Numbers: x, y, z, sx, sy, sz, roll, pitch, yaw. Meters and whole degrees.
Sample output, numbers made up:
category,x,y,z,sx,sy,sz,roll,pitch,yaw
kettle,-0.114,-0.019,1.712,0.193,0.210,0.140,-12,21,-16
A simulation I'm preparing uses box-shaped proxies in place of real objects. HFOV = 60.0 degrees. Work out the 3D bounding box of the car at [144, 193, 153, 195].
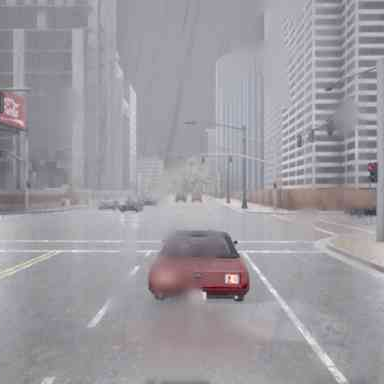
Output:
category,x,y,z,sx,sy,sz,roll,pitch,yaw
car,-9.516,1.224,71.075,2.150,2.045,5.566,0,0,1

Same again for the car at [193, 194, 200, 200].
category,x,y,z,sx,sy,sz,roll,pitch,yaw
car,1.167,1.352,84.020,1.812,1.442,4.674,0,0,1

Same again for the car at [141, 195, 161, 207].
category,x,y,z,sx,sy,sz,roll,pitch,yaw
car,-6.387,1.600,51.553,1.895,1.301,4.718,0,0,1

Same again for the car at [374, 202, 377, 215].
category,x,y,z,sx,sy,sz,roll,pitch,yaw
car,15.964,1.491,23.264,4.902,1.511,2.128,0,0,1

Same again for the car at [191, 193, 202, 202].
category,x,y,z,sx,sy,sz,roll,pitch,yaw
car,1.017,1.215,73.350,2.150,2.045,5.566,0,0,1

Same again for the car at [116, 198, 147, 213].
category,x,y,z,sx,sy,sz,roll,pitch,yaw
car,-6.600,1.600,36.738,1.895,1.301,4.718,0,0,1

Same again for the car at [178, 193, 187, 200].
category,x,y,z,sx,sy,sz,roll,pitch,yaw
car,-2.333,1.183,84.040,2.097,1.767,4.553,0,0,1

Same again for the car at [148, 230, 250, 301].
category,x,y,z,sx,sy,sz,roll,pitch,yaw
car,0.212,1.601,8.278,1.895,1.301,4.718,0,0,2

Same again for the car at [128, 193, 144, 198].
category,x,y,z,sx,sy,sz,roll,pitch,yaw
car,-9.818,1.352,55.647,2.097,1.767,4.553,0,0,1

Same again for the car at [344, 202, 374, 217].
category,x,y,z,sx,sy,sz,roll,pitch,yaw
car,16.534,1.600,30.405,4.718,1.301,1.895,0,0,1

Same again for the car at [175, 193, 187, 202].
category,x,y,z,sx,sy,sz,roll,pitch,yaw
car,-2.483,1.215,73.400,2.150,2.045,5.566,0,0,1

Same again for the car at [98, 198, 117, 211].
category,x,y,z,sx,sy,sz,roll,pitch,yaw
car,-10.044,1.525,40.687,1.812,1.442,4.674,0,0,1

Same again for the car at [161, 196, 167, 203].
category,x,y,z,sx,sy,sz,roll,pitch,yaw
car,-6.092,1.562,67.176,1.994,1.385,4.181,0,0,1
